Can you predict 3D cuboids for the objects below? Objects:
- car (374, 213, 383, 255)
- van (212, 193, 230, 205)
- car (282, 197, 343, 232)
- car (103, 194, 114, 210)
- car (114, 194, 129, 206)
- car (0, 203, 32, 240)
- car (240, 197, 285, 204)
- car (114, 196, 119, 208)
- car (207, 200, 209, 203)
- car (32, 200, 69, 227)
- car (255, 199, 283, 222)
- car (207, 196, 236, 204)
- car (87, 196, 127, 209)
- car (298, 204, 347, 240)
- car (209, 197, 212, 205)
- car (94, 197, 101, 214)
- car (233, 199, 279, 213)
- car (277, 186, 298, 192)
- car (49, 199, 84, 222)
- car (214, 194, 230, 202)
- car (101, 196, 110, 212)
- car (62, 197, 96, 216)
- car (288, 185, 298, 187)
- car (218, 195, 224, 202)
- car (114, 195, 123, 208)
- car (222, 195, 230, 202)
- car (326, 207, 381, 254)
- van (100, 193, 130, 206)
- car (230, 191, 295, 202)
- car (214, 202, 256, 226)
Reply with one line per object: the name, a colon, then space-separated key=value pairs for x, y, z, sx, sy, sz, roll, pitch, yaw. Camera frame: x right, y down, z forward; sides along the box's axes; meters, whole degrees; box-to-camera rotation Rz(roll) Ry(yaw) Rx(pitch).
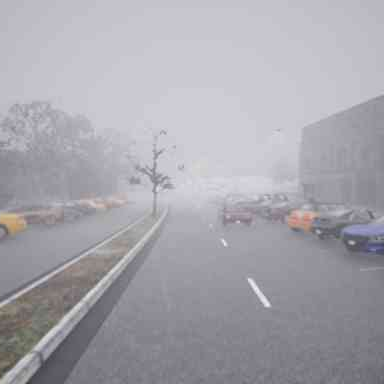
car: x=7.909 y=1.472 z=9.143 sx=5.366 sy=1.575 sz=1.946 roll=1 pitch=0 yaw=-20
van: x=5.844 y=1.194 z=51.258 sx=4.442 sy=1.987 sz=1.878 roll=1 pitch=0 yaw=-25
car: x=7.609 y=1.336 z=18.123 sx=4.553 sy=1.767 sz=2.185 roll=1 pitch=0 yaw=-21
car: x=-11.305 y=1.357 z=36.387 sx=4.553 sy=1.767 sz=2.185 roll=-1 pitch=0 yaw=-23
car: x=-11.765 y=1.472 z=45.322 sx=5.366 sy=1.575 sz=1.946 roll=-1 pitch=0 yaw=-24
car: x=-10.546 y=1.495 z=15.659 sx=5.008 sy=1.535 sz=2.097 roll=-1 pitch=0 yaw=-21
car: x=7.278 y=1.447 z=30.204 sx=5.008 sy=1.535 sz=2.097 roll=1 pitch=0 yaw=-23
car: x=-11.510 y=1.522 z=39.333 sx=4.674 sy=1.452 sz=2.002 roll=-1 pitch=0 yaw=-23
car: x=5.237 y=1.409 z=57.245 sx=5.366 sy=1.575 sz=1.946 roll=1 pitch=0 yaw=-26
car: x=-10.719 y=1.522 z=21.567 sx=4.792 sy=1.488 sz=2.163 roll=-1 pitch=0 yaw=-21
car: x=7.482 y=1.454 z=24.169 sx=5.008 sy=1.535 sz=2.097 roll=1 pitch=0 yaw=-22
car: x=5.292 y=1.446 z=60.306 sx=4.792 sy=1.488 sz=2.163 roll=1 pitch=0 yaw=-26
car: x=-12.333 y=1.477 z=48.116 sx=5.366 sy=1.575 sz=1.946 roll=-1 pitch=0 yaw=-24
car: x=7.668 y=1.467 z=15.104 sx=4.892 sy=1.521 sz=2.231 roll=1 pitch=0 yaw=-21
car: x=5.715 y=1.292 z=54.331 sx=4.553 sy=1.767 sz=2.185 roll=1 pitch=0 yaw=-25
car: x=-11.055 y=1.361 z=30.455 sx=4.553 sy=1.767 sz=2.185 roll=-1 pitch=0 yaw=-22
car: x=6.978 y=1.479 z=36.244 sx=4.674 sy=1.452 sz=2.002 roll=1 pitch=0 yaw=-23
car: x=19.928 y=0.118 z=72.492 sx=2.002 sy=1.452 sz=4.674 roll=-7 pitch=4 yaw=-30
car: x=-10.755 y=1.519 z=24.562 sx=4.792 sy=1.488 sz=2.163 roll=-1 pitch=0 yaw=-22
car: x=6.195 y=1.426 z=48.299 sx=4.892 sy=1.521 sz=2.231 roll=1 pitch=0 yaw=-25
car: x=-11.339 y=1.484 z=33.346 sx=5.366 sy=1.575 sz=1.946 roll=-1 pitch=0 yaw=-23
car: x=-10.887 y=1.488 z=27.504 sx=5.008 sy=1.535 sz=2.097 roll=-1 pitch=0 yaw=-22
car: x=22.874 y=-0.462 z=73.010 sx=2.435 sy=2.045 sz=5.566 roll=-7 pitch=4 yaw=-30
car: x=6.408 y=1.468 z=45.288 sx=4.674 sy=1.452 sz=2.002 roll=1 pitch=0 yaw=-24
car: x=-11.711 y=1.520 z=42.287 sx=4.674 sy=1.452 sz=2.002 roll=-1 pitch=0 yaw=-24
car: x=6.623 y=1.472 z=42.271 sx=4.674 sy=1.452 sz=2.002 roll=1 pitch=0 yaw=-24
car: x=7.724 y=1.470 z=12.086 sx=5.008 sy=1.535 sz=2.097 roll=1 pitch=0 yaw=-21
van: x=-12.584 y=1.246 z=54.144 sx=4.442 sy=1.987 sz=1.878 roll=-1 pitch=0 yaw=-25
car: x=7.115 y=1.191 z=33.207 sx=5.566 sy=2.045 sz=2.435 roll=1 pitch=0 yaw=-23
car: x=2.831 y=1.578 z=23.152 sx=1.895 sy=1.301 sz=4.718 roll=0 pitch=0 yaw=-2
